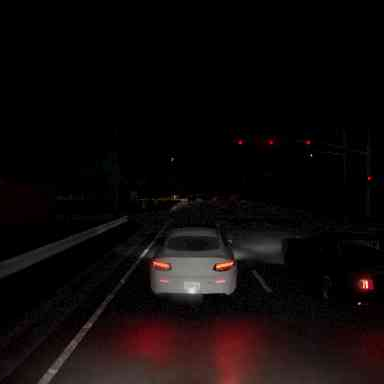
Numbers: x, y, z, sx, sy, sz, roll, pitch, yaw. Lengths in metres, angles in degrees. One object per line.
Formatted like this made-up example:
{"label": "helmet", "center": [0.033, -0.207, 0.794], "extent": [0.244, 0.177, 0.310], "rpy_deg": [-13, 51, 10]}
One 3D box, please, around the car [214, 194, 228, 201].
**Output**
{"label": "car", "center": [7.012, 1.348, 81.160], "extent": [2.097, 1.767, 4.553], "rpy_deg": [0, 0, 0]}

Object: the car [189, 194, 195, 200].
{"label": "car", "center": [0.013, 1.332, 91.194], "extent": [1.837, 1.490, 4.892], "rpy_deg": [0, 0, 0]}

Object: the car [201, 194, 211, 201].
{"label": "car", "center": [3.512, 1.348, 81.161], "extent": [2.097, 1.767, 4.553], "rpy_deg": [0, 0, 0]}

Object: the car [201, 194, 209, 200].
{"label": "car", "center": [3.513, 1.357, 91.194], "extent": [2.128, 1.511, 4.902], "rpy_deg": [0, 0, 0]}

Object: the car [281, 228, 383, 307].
{"label": "car", "center": [3.564, 1.601, 7.906], "extent": [1.895, 1.301, 4.718], "rpy_deg": [0, 0, 0]}

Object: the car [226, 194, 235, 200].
{"label": "car", "center": [10.513, 1.310, 91.193], "extent": [1.882, 1.535, 5.008], "rpy_deg": [0, 0, 0]}

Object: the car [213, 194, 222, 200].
{"label": "car", "center": [7.013, 1.357, 91.193], "extent": [2.128, 1.511, 4.902], "rpy_deg": [0, 0, 0]}

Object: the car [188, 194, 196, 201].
{"label": "car", "center": [0.012, 1.531, 80.775], "extent": [2.033, 1.411, 5.357], "rpy_deg": [0, 0, 0]}

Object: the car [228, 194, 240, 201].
{"label": "car", "center": [10.512, 1.469, 80.773], "extent": [1.882, 1.535, 5.008], "rpy_deg": [0, 0, 0]}

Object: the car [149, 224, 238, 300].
{"label": "car", "center": [0.075, 1.526, 8.297], "extent": [1.812, 1.442, 4.674], "rpy_deg": [0, 0, 2]}
